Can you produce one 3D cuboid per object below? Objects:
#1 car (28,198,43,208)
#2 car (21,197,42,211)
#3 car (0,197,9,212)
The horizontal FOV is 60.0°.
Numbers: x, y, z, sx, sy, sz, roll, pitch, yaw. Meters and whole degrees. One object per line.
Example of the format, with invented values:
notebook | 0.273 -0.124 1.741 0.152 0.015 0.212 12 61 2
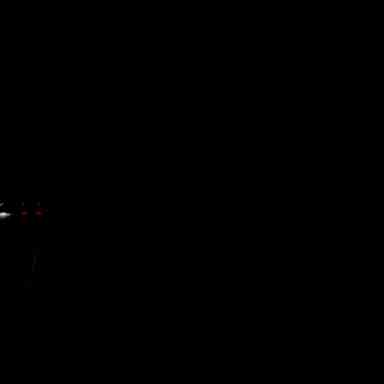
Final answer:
car | -24.034 1.705 51.093 1.837 1.490 4.892 1 -1 -23
car | -20.124 1.466 41.837 2.097 1.767 4.553 1 -1 -23
car | -22.676 1.398 38.739 2.097 1.767 4.553 1 0 -22
